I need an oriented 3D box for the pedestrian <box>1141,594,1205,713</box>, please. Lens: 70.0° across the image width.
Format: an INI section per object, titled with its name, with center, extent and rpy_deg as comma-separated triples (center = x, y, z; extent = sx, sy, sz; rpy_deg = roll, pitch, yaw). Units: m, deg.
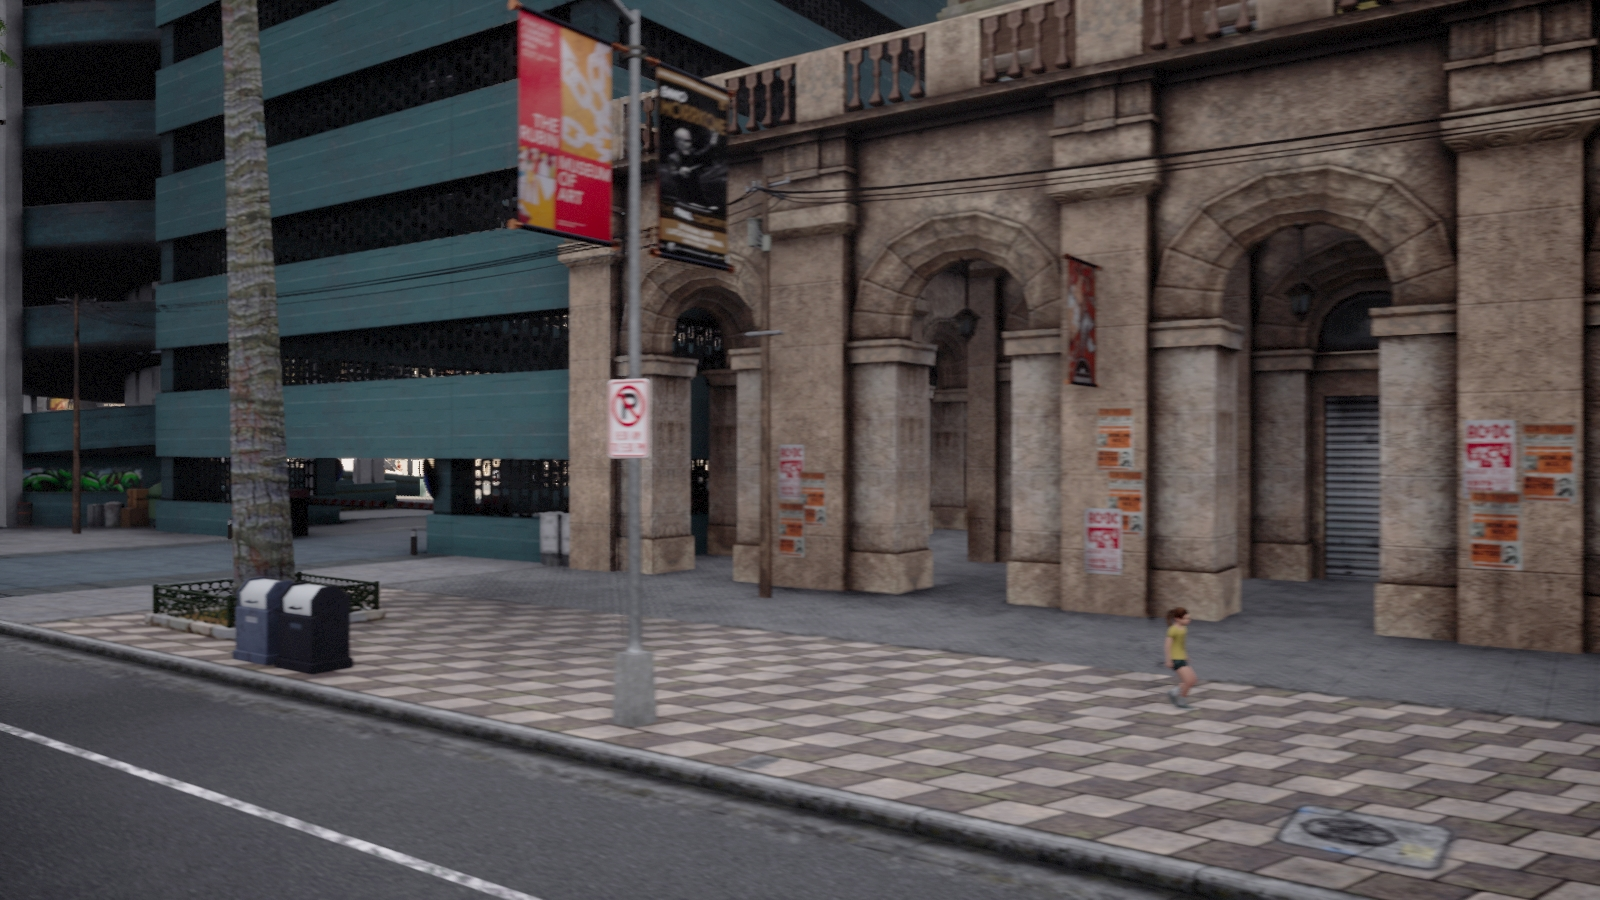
[pedestrian]
center = 3.831, 2.076, 11.738
extent = 0.500, 1.100, 0.500
rpy_deg = 0, 0, 35
